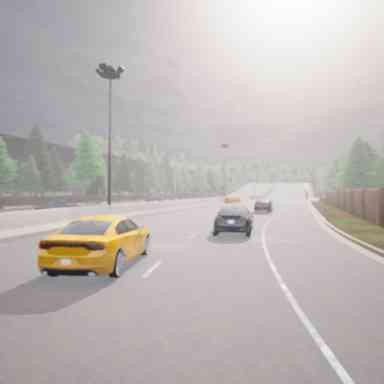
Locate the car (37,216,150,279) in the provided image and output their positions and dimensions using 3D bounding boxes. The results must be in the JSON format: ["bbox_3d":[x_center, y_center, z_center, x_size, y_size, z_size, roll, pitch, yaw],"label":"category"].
[{"bbox_3d":[-2.624,1.447,10.089,1.882,1.535,5.008,0,0,6],"label":"car"}]

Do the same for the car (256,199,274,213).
[{"bbox_3d":[8.143,1.488,37.721,2.128,1.511,4.902,0,0,18],"label":"car"}]

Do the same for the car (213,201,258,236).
[{"bbox_3d":[2.384,1.492,18.512,2.163,1.488,4.792,0,0,12],"label":"car"}]

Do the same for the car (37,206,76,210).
[{"bbox_3d":[-12.635,1.442,30.792,1.994,1.385,4.181,0,0,17],"label":"car"}]
